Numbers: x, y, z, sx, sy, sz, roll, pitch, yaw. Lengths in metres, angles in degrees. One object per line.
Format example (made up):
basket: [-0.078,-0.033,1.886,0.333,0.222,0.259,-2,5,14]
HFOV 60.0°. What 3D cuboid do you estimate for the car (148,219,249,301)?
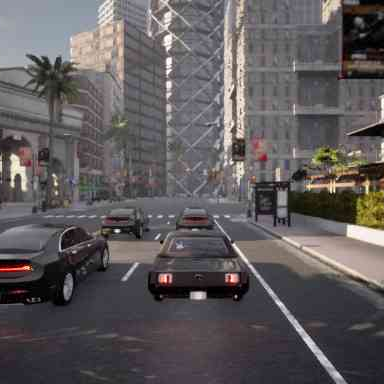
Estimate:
car: [0.122,1.601,8.285,1.895,1.301,4.718,0,0,0]

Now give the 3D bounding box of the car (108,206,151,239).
car: [-3.362,1.505,17.433,1.837,1.490,4.892,0,0,0]

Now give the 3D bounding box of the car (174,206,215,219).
car: [0.137,1.505,17.548,1.837,1.490,4.892,0,0,0]

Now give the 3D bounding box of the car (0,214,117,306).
car: [-3.370,1.505,8.027,1.837,1.490,4.892,0,0,0]
